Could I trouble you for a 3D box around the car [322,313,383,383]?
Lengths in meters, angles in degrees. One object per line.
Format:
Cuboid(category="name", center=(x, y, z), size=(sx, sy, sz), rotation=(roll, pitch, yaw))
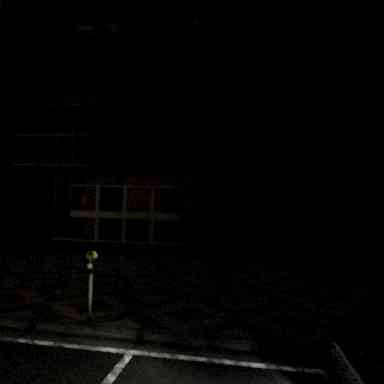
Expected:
Cuboid(category="car", center=(3.581, 1.603, 2.802), size=(4.553, 1.767, 2.097), rotation=(1, -3, 9))
